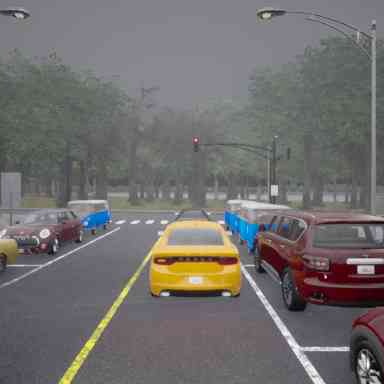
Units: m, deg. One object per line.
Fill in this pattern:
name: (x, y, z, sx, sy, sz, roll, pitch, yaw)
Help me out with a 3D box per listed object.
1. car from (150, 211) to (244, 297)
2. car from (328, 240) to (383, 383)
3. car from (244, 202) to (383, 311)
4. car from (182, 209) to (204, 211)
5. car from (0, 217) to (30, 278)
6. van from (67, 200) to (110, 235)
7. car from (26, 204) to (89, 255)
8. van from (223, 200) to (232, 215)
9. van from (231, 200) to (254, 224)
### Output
car: (0.080, 1.478, 8.616, 1.882, 1.535, 5.008, 0, 0, 0)
car: (2.760, 1.440, 2.223, 1.967, 1.590, 4.097, 0, 0, 0)
car: (2.756, 1.315, 7.661, 2.192, 1.841, 5.009, 0, 0, 0)
car: (0.046, 1.566, 17.538, 1.994, 1.385, 4.181, 0, 0, 0)
car: (-5.769, 1.526, 7.484, 1.752, 1.417, 4.829, 0, 0, 0)
van: (-5.778, 1.343, 18.530, 1.690, 1.788, 3.998, 0, 0, 0)
car: (-5.773, 1.441, 13.092, 1.967, 1.590, 4.097, 0, 0, 0)
van: (2.747, 1.343, 18.536, 1.690, 1.788, 3.998, 0, 0, 0)
van: (2.752, 1.342, 13.098, 1.690, 1.788, 3.998, 0, 0, 0)
